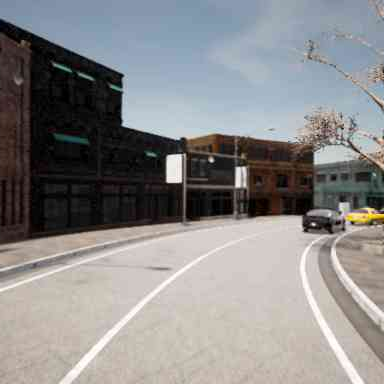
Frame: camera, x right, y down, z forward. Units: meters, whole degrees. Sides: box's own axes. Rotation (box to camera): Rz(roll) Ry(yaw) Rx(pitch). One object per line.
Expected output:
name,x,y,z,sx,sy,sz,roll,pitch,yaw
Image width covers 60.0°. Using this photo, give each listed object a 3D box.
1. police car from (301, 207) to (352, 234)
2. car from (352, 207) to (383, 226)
police car,9.212,1.884,22.996,1.930,1.638,5.238,1,-1,37
car,15.757,2.134,29.751,5.366,1.575,1.801,2,0,-39
